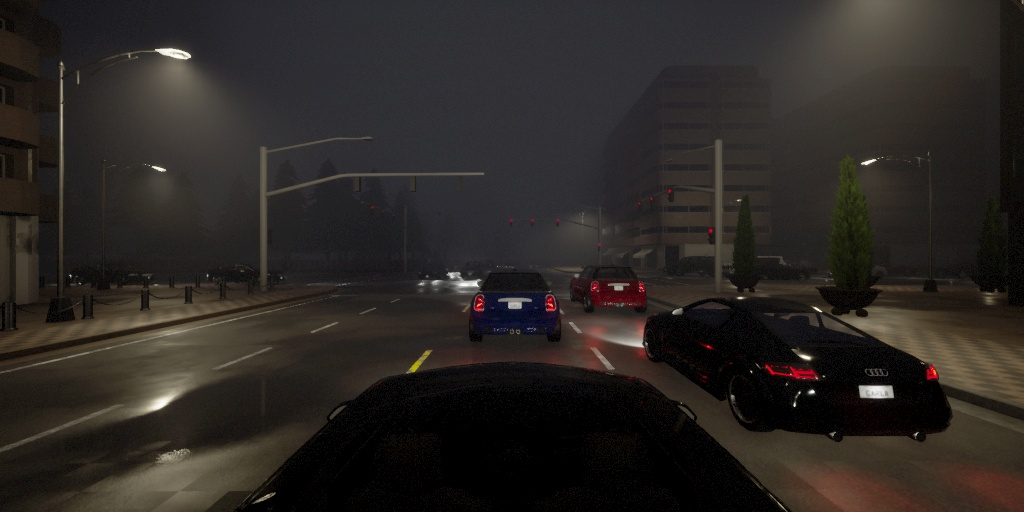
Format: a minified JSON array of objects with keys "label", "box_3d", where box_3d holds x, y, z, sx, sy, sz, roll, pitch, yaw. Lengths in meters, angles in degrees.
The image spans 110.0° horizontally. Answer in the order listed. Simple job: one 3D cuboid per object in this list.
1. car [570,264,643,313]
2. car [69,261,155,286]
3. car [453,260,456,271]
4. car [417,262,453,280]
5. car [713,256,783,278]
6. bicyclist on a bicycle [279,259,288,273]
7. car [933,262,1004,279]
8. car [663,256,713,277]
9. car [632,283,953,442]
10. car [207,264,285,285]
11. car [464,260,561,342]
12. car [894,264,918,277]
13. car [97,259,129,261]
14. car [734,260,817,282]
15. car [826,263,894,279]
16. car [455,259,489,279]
[{"label":"car","box_3d":[3.604,1.102,14.198,2.097,1.767,4.553,0,0,0]},{"label":"car","box_3d":[-28.532,1.297,25.684,4.902,1.511,2.128,0,0,0]},{"label":"car","box_3d":[-6.892,1.241,46.633,2.128,1.511,4.902,0,0,2]},{"label":"car","box_3d":[-7.042,1.330,32.484,2.033,1.411,5.357,0,0,0]},{"label":"car","box_3d":[22.165,1.027,33.085,5.566,2.045,2.150,0,0,0]},{"label":"bicyclist on a bicycle","box_3d":[-25.615,1.106,40.178,0.582,1.620,1.656,0,0,0]},{"label":"car","box_3d":[42.127,1.283,33.143,5.008,1.535,1.882,0,0,0]},{"label":"car","box_3d":[18.418,1.027,36.569,5.566,2.045,2.150,0,0,0]},{"label":"car","box_3d":[3.606,1.314,5.557,1.994,1.385,4.181,0,0,0]},{"label":"car","box_3d":[-18.998,1.297,25.721,4.902,1.511,2.128,0,0,0]},{"label":"car","box_3d":[0.082,1.102,9.970,2.097,1.767,4.553,0,0,0]},{"label":"car","box_3d":[38.224,1.406,36.638,4.718,1.301,1.895,0,0,0]},{"label":"car","box_3d":[-41.096,1.157,36.333,4.553,1.767,2.097,0,0,0]},{"label":"car","box_3d":[21.488,1.283,29.399,5.008,1.535,1.882,0,0,0]},{"label":"car","box_3d":[31.802,1.331,33.118,4.674,1.442,1.812,0,0,0]},{"label":"car","box_3d":[-3.544,1.273,32.896,2.128,1.511,4.902,0,0,0]}]
